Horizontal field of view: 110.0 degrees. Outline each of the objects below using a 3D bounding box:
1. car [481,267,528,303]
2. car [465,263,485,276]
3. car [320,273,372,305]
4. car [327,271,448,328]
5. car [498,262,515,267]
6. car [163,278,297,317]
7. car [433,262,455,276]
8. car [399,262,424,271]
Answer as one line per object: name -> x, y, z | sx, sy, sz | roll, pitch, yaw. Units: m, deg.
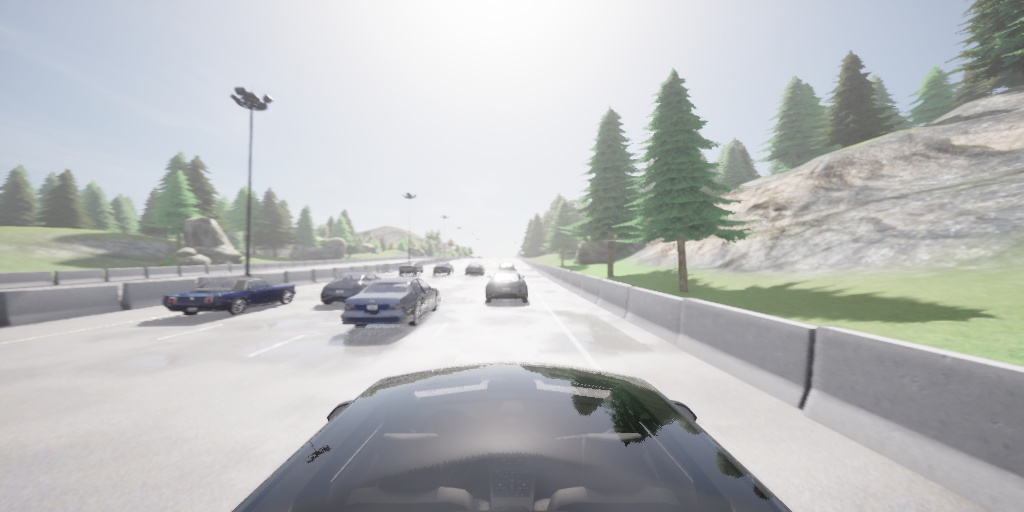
car -> -0.274, 1.423, 17.719 | 1.994, 1.385, 4.181 | 0, 0, -1
car -> -4.081, 1.406, 39.679 | 1.994, 1.385, 4.181 | 0, 0, -1
car -> -7.266, 1.469, 17.077 | 1.994, 1.385, 4.181 | 0, 0, -1
car -> -3.694, 1.404, 11.890 | 2.033, 1.411, 5.357 | 0, 0, -1
car -> -0.584, 1.381, 39.932 | 1.994, 1.385, 4.181 | 0, 0, -1
car -> -10.727, 1.518, 14.229 | 1.895, 1.301, 4.718 | 0, 0, -1
car -> -7.583, 1.390, 39.805 | 1.812, 1.442, 4.674 | 0, 1, -1
car -> -11.081, 1.381, 39.669 | 2.128, 1.511, 4.902 | 0, 0, -1
